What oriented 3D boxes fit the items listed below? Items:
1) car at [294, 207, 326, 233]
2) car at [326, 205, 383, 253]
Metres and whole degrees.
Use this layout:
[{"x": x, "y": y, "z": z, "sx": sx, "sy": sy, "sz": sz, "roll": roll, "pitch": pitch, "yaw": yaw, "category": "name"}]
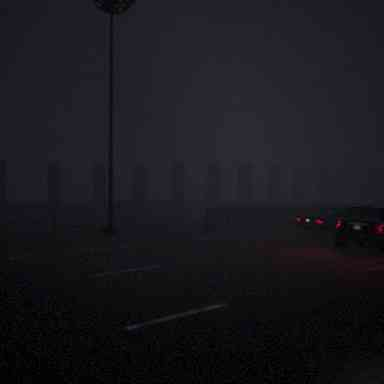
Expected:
[{"x": 7.789, "y": 1.430, "z": 17.289, "sx": 5.357, "sy": 1.411, "sz": 2.033, "roll": 0, "pitch": 1, "yaw": -29, "category": "car"}, {"x": 7.664, "y": 1.276, "z": 12.870, "sx": 4.553, "sy": 1.767, "sz": 2.097, "roll": 0, "pitch": 1, "yaw": -31, "category": "car"}]
